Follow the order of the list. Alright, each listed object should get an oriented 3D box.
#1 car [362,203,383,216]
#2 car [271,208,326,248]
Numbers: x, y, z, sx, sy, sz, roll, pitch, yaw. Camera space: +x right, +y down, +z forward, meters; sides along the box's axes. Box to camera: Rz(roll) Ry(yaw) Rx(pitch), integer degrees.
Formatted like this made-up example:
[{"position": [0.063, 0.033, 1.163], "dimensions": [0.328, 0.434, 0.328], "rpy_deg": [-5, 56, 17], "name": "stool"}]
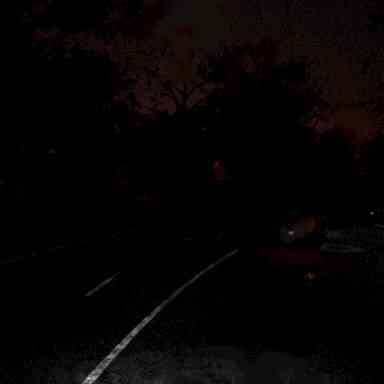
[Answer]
[{"position": [18.221, 1.649, 31.522], "dimensions": [4.718, 1.301, 1.895], "rpy_deg": [0, 0, -34], "name": "car"}, {"position": [4.992, 1.482, 15.237], "dimensions": [1.882, 1.535, 5.008], "rpy_deg": [1, 0, 26], "name": "car"}]
